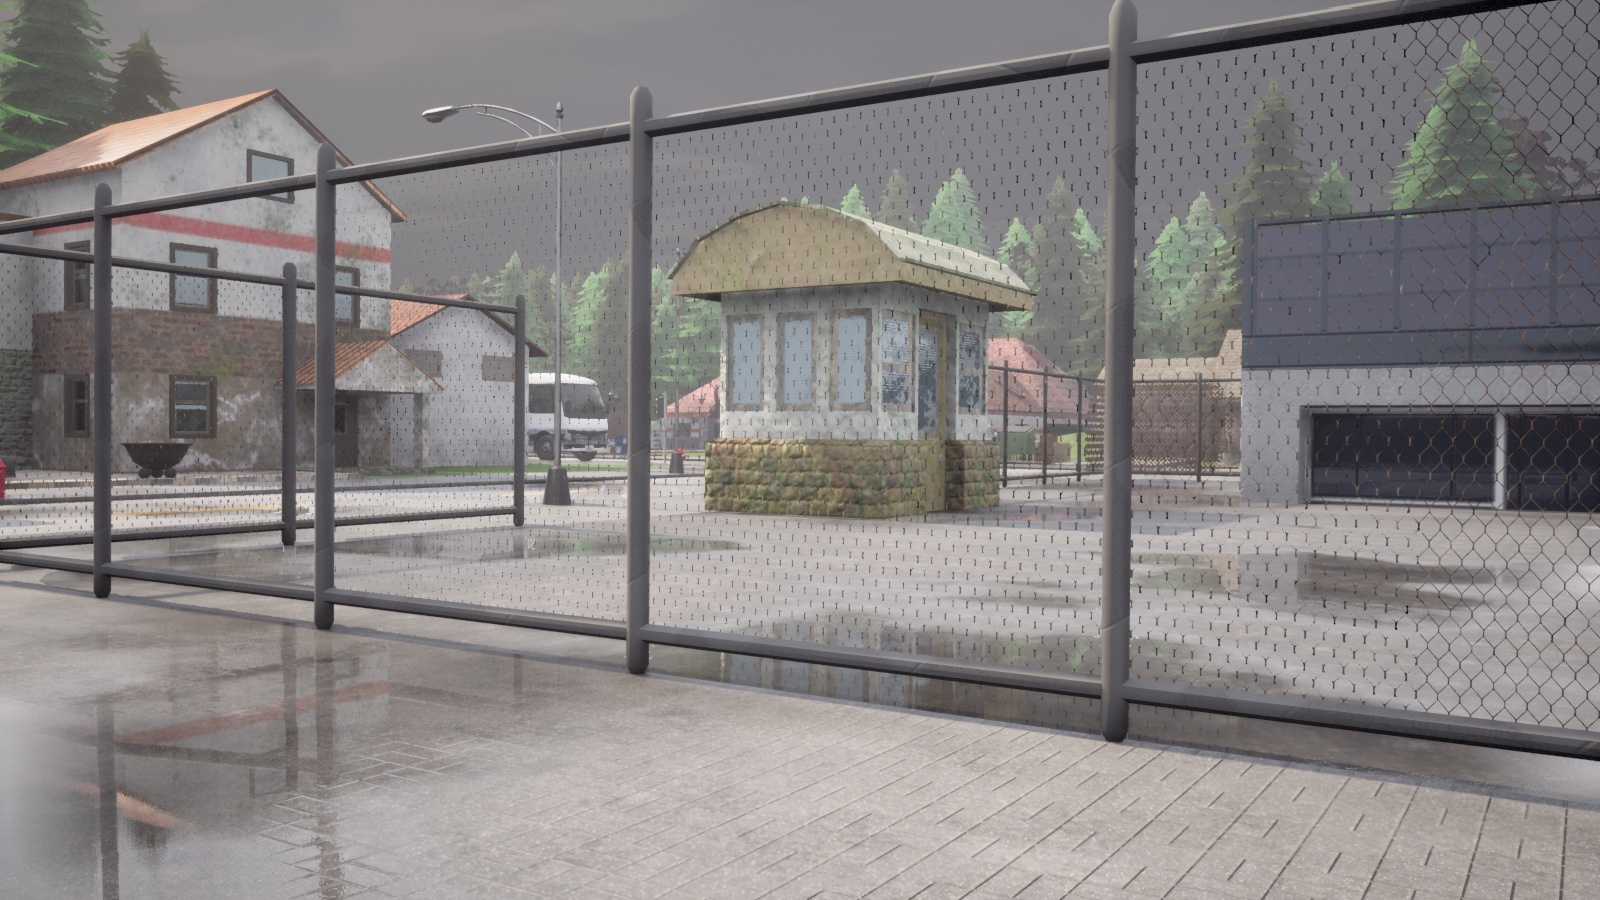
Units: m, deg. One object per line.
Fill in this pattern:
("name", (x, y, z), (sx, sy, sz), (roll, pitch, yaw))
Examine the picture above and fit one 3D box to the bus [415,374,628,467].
("bus", (-13.741, -1.362, 61.640), (10.273, 4.253, 3.944), (0, 1, 31))
